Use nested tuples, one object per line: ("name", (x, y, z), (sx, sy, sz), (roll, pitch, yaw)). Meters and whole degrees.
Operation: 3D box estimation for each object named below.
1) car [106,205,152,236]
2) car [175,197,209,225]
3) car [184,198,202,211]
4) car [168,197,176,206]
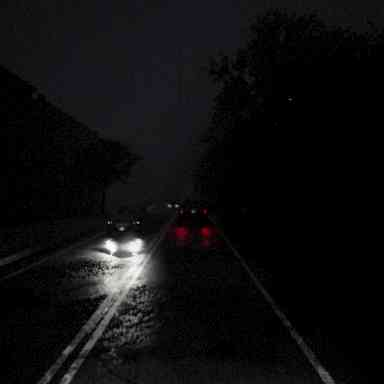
("car", (-3.350, 1.492, 18.347), (2.128, 1.511, 4.902), (0, 0, 0))
("car", (0.101, 1.352, 24.273), (2.097, 1.767, 4.553), (0, 0, 0))
("car", (0.101, 1.557, 41.549), (2.033, 1.411, 5.357), (0, 0, 0))
("car", (-3.234, 1.665, 59.541), (2.033, 1.411, 5.357), (0, 0, 1))
